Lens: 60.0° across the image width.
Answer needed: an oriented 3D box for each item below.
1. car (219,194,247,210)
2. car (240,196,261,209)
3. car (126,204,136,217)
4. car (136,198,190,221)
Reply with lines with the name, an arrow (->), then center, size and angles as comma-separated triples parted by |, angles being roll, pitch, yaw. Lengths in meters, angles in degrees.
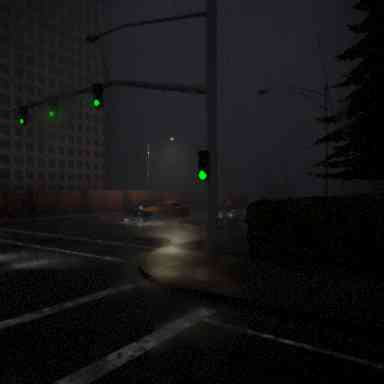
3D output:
car -> 5.888, 1.291, 45.698 | 2.150, 2.045, 5.566 | 0, 0, 35
car -> 8.757, 1.649, 43.692 | 2.033, 1.411, 5.357 | 0, 0, 35
car -> -4.141, 1.426, 31.780 | 2.097, 1.767, 4.553 | 0, 0, 36
car -> -2.157, 1.548, 28.537 | 1.882, 1.535, 5.008 | 0, 0, 36
